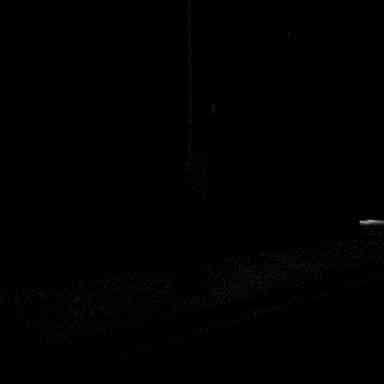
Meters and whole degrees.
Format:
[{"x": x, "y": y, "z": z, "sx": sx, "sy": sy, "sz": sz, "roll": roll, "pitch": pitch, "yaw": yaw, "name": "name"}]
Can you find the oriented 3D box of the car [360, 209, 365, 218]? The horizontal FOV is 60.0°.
[{"x": 11.206, "y": 1.388, "z": 26.141, "sx": 1.994, "sy": 1.385, "sz": 4.181, "roll": 0, "pitch": 1, "yaw": -36, "name": "car"}]
